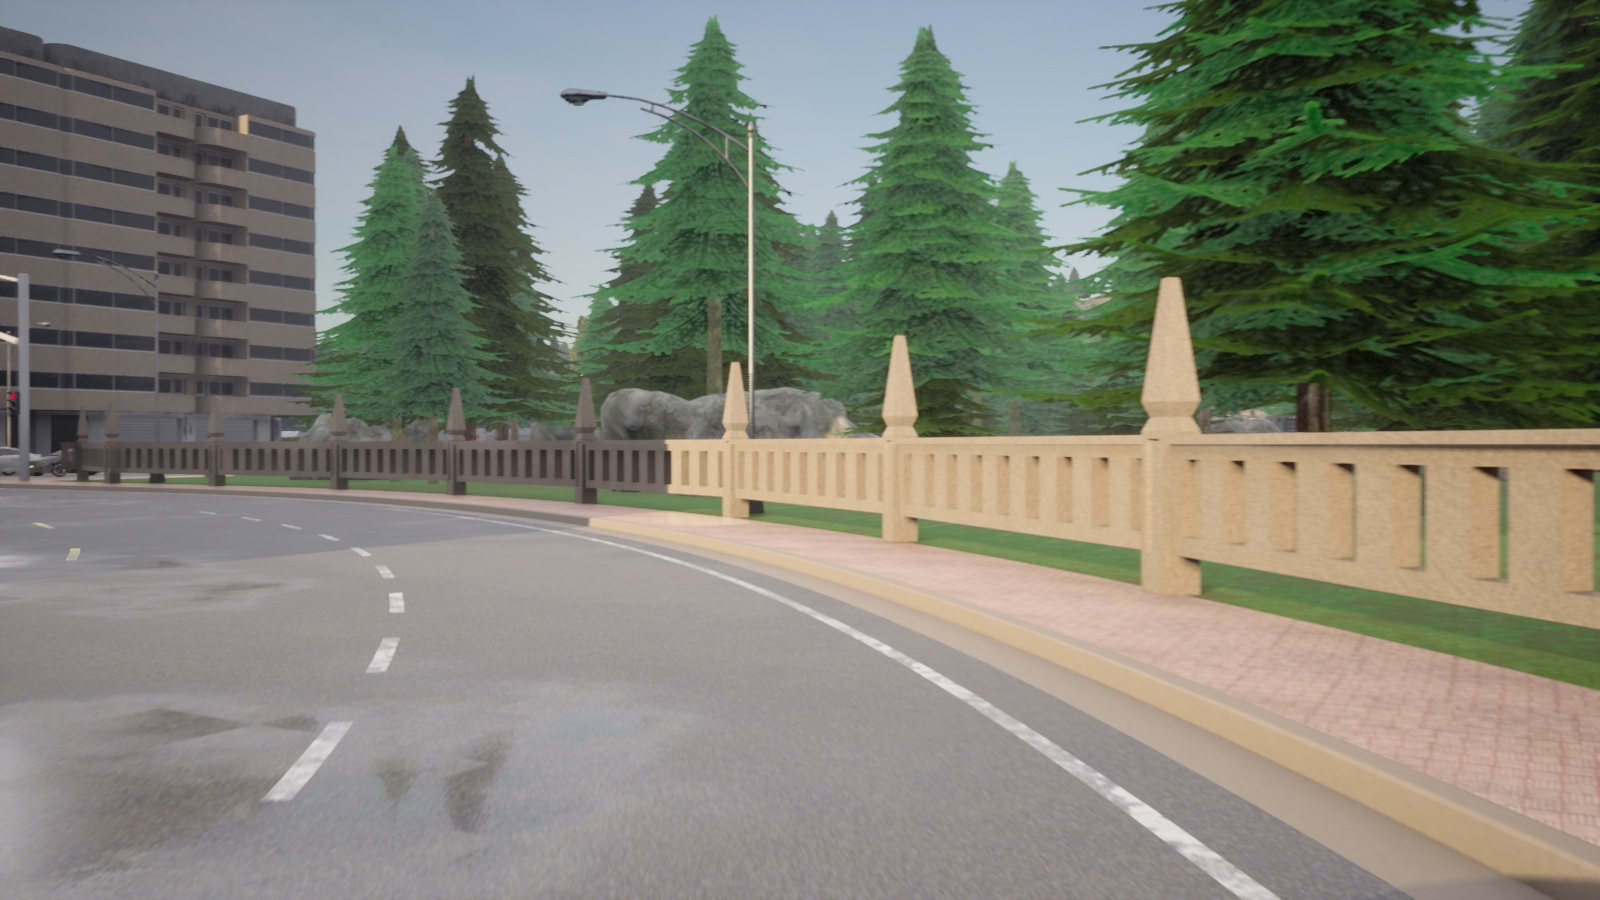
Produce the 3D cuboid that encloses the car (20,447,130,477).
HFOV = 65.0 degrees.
[{"bbox_3d":[-34.905,0.534,60.550,1.994,1.385,4.181,0,0,29],"label":"car"}]

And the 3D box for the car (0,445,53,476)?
[{"bbox_3d":[-38.904,0.497,60.584,1.812,1.442,4.674,0,0,30],"label":"car"}]
